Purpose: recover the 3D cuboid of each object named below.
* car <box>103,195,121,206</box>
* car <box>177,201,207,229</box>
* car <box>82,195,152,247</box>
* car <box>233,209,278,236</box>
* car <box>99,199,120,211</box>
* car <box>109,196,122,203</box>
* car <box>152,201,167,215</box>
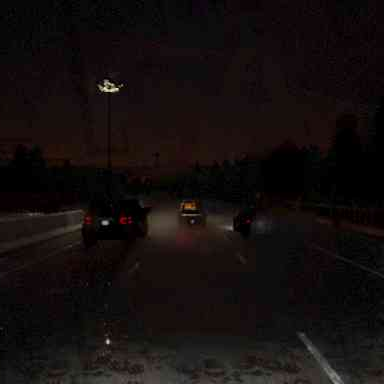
[{"bbox_3d":[-15.140,1.610,63.343,2.150,2.045,5.566,0,0,-1],"label":"car"},{"bbox_3d":[-0.014,1.634,23.013,2.128,1.511,4.902,0,0,-1],"label":"car"},{"bbox_3d":[-3.417,1.318,15.727,2.150,2.045,5.566,0,0,0],"label":"car"},{"bbox_3d":[3.547,1.682,19.156,1.994,1.385,4.181,0,0,-1],"label":"car"},{"bbox_3d":[-11.302,1.784,45.885,1.837,1.490,4.892,0,0,-1],"label":"car"},{"bbox_3d":[-19.098,1.839,83.096,2.128,1.511,4.902,0,0,-1],"label":"car"},{"bbox_3d":[-3.888,1.717,36.802,2.128,1.511,4.902,0,0,-2],"label":"car"}]
